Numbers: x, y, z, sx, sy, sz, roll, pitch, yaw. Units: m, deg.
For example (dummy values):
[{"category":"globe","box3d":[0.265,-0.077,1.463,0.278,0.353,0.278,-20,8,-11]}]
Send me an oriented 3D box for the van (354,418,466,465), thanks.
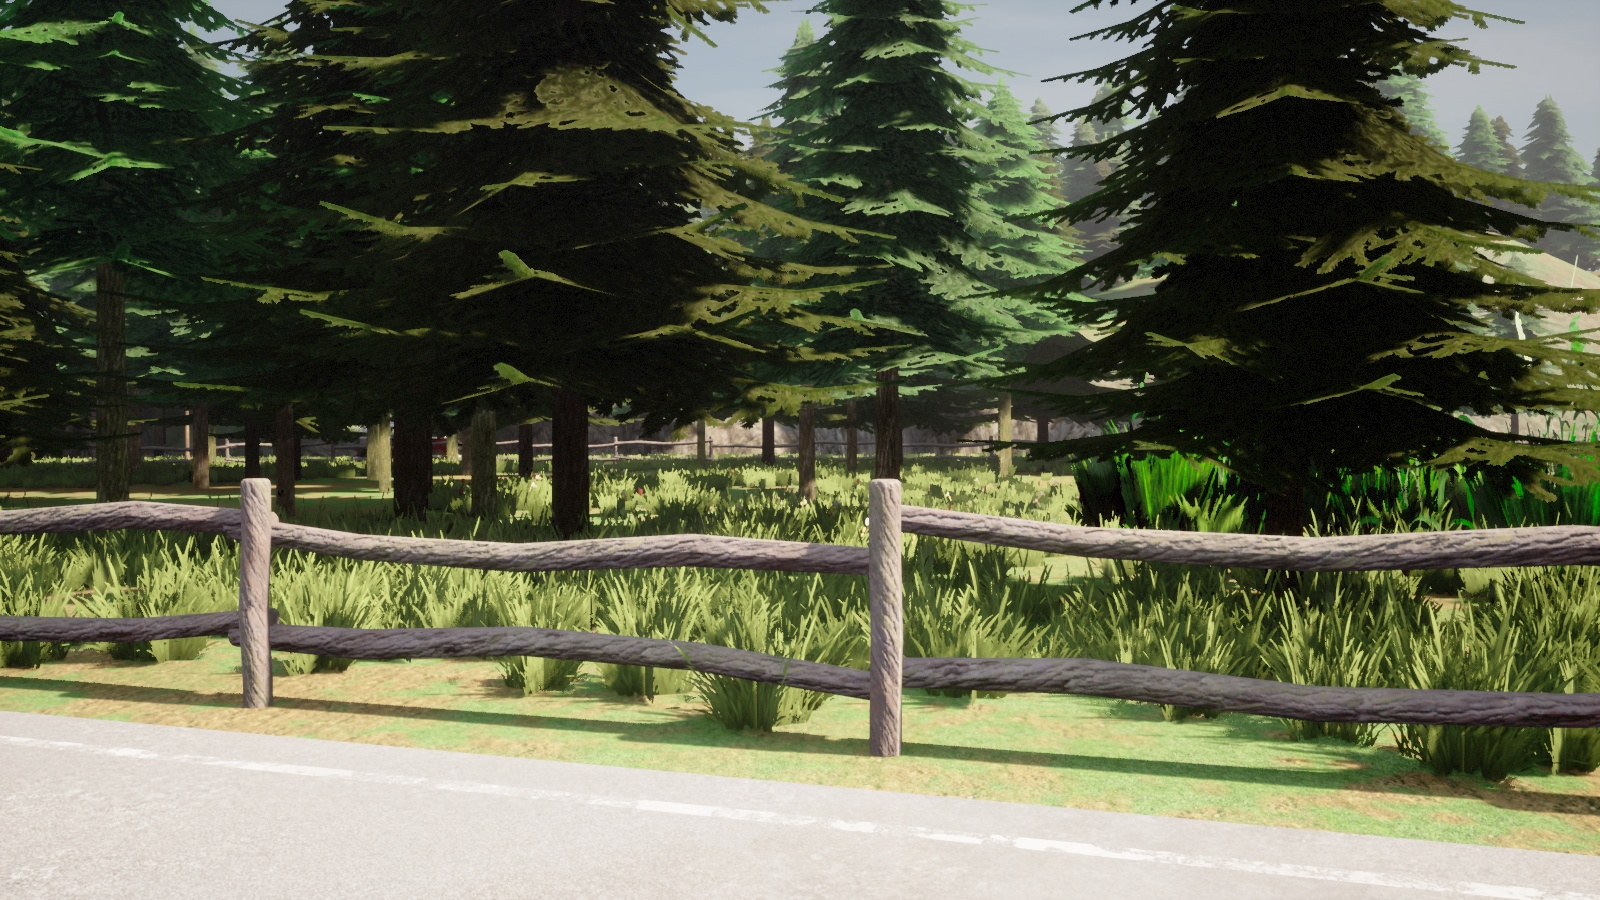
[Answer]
[{"category":"van","box3d":[-17.133,-0.367,55.396,4.480,2.038,2.069,0,1,-10]}]
